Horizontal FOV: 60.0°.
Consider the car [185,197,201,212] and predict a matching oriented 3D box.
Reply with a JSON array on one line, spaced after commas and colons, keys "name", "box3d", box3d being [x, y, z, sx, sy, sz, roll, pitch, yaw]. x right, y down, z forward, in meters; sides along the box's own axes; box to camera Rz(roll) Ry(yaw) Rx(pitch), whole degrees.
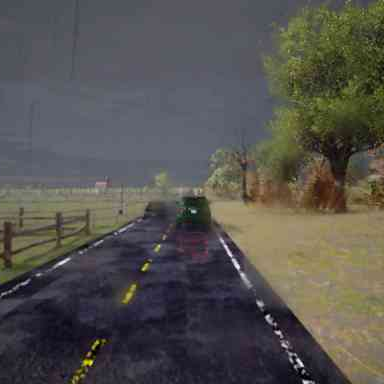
[{"name": "car", "box3d": [0.108, 1.448, 40.167, 1.882, 1.535, 5.008, 0, 0, 0]}]

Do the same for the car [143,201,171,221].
[{"name": "car", "box3d": [-2.827, 1.465, 27.423, 1.882, 1.535, 5.008, 0, 0, 0]}]

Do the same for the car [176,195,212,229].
[{"name": "car", "box3d": [0.104, 1.215, 21.905, 2.150, 2.045, 5.566, 0, 0, 0]}]
